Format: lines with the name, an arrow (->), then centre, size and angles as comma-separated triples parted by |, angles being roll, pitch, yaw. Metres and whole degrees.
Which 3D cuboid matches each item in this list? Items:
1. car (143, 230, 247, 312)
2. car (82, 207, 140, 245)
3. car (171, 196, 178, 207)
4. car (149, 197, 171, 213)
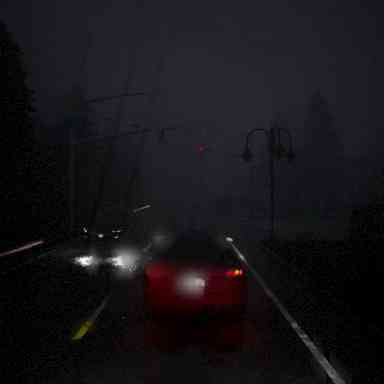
car -> 0.056, 1.564, 7.815 | 1.994, 1.385, 4.181 | 0, 0, 0
car -> -3.639, 1.504, 15.673 | 1.837, 1.490, 4.892 | 0, 0, 0
car -> -3.733, 1.491, 52.515 | 2.128, 1.511, 4.902 | 0, 0, 0
car -> -3.701, 1.526, 37.834 | 1.812, 1.442, 4.674 | 0, 0, 0
